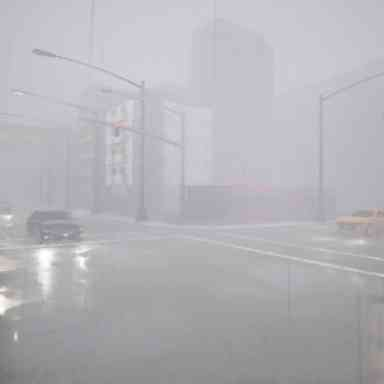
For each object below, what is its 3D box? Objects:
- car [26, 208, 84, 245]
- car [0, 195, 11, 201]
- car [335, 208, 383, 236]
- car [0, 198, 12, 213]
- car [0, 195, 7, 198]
[{"bbox_3d":[-6.762,1.579,16.160,1.837,1.490,4.892,1,0,-35],"label":"car"},{"bbox_3d":[-42.005,1.365,73.332,4.536,1.218,1.853,0,0,35],"label":"car"},{"bbox_3d":[10.734,1.747,20.250,5.008,1.535,1.882,1,-1,-35],"label":"car"},{"bbox_3d":[-21.244,1.615,36.794,1.895,1.301,4.718,1,0,-35],"label":"car"},{"bbox_3d":[-41.963,1.522,73.302,4.974,1.542,2.038,0,0,35],"label":"car"}]
